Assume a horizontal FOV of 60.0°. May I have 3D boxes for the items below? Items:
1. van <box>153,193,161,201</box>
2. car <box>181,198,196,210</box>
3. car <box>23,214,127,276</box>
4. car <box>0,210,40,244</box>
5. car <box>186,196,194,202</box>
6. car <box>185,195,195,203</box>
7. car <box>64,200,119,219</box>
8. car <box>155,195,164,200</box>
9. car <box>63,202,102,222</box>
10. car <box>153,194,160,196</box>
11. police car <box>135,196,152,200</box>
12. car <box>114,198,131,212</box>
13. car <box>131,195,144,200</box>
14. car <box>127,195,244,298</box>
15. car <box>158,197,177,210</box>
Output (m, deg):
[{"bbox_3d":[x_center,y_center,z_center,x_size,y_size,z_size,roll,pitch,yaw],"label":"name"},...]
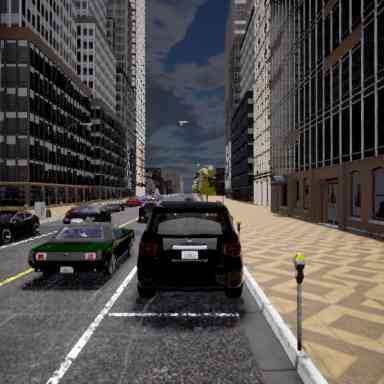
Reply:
[{"bbox_3d":[-8.831,1.286,84.106,1.690,1.788,3.998,0,0,0],"label":"van"},{"bbox_3d":[-0.452,1.548,44.248,1.947,1.339,4.313,0,0,0],"label":"car"},{"bbox_3d":[-3.045,1.600,10.325,1.895,1.301,4.718,0,0,0],"label":"car"},{"bbox_3d":[-8.833,1.564,15.800,1.947,1.339,4.313,0,0,0],"label":"car"},{"bbox_3d":[-0.452,1.533,78.399,1.802,1.307,4.206,0,0,0],"label":"car"},{"bbox_3d":[-0.451,1.403,67.015,1.967,1.590,4.097,0,0,0],"label":"car"},{"bbox_3d":[-6.247,1.487,20.410,2.128,1.511,4.902,0,0,0],"label":"car"},{"bbox_3d":[-8.833,1.504,89.799,1.947,1.339,4.313,0,0,0],"label":"car"},{"bbox_3d":[-8.832,1.575,27.183,1.802,1.307,4.206,0,0,0],"label":"car"},{"bbox_3d":[-8.832,1.391,78.413,1.967,1.590,4.097,0,0,0],"label":"car"},{"bbox_3d":[-3.146,1.417,27.484,1.930,1.638,5.238,0,0,0],"label":"police car"},{"bbox_3d":[-8.833,1.537,38.569,2.008,1.369,4.403,0,0,0],"label":"car"},{"bbox_3d":[-8.833,1.523,49.953,1.887,1.381,4.507,0,0,0],"label":"car"},{"bbox_3d":[-0.039,1.227,8.679,2.150,2.045,5.566,0,0,0],"label":"car"},{"bbox_3d":[-3.045,1.475,42.754,2.128,1.511,4.902,0,0,0],"label":"car"}]
